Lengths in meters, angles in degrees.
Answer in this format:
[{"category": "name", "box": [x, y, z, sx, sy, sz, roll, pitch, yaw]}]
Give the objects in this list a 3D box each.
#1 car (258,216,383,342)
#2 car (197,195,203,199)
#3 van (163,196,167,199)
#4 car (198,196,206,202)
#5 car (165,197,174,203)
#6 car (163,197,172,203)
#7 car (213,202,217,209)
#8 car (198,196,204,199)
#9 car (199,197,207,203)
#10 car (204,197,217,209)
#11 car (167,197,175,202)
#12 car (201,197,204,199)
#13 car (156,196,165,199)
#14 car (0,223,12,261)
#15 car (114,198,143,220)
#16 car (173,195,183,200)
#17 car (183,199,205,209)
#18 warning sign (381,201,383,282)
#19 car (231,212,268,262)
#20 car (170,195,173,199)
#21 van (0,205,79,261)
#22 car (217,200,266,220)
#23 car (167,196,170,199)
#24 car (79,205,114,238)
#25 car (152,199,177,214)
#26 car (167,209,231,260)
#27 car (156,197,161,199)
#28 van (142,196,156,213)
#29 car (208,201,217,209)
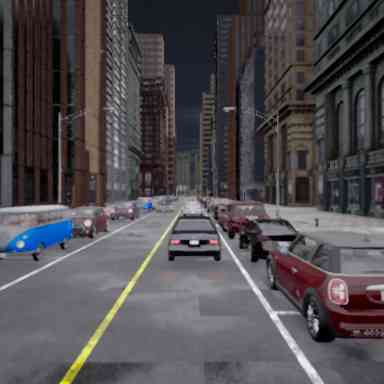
[{"category": "car", "box": [2.758, 1.473, 6.552, 1.967, 1.590, 4.097, 0, 0, 0]}, {"category": "car", "box": [2.736, 1.991, 79.823, 1.802, 1.307, 4.206, 0, 0, 0]}, {"category": "van", "box": [-5.783, 1.629, 57.270, 1.690, 1.788, 3.998, 0, 0, 0]}, {"category": "car", "box": [2.731, 1.913, 91.097, 1.967, 1.590, 4.097, 0, 0, 0]}, {"category": "car", "box": [-5.792, 1.992, 85.451, 2.008, 1.369, 4.403, 0, 0, 0]}, {"category": "car", "box": [-5.790, 1.976, 79.815, 1.947, 1.339, 4.313, 0, 0, 0]}, {"category": "car", "box": [2.753, 1.661, 23.461, 1.887, 1.381, 4.507, 0, 0, 0]}, {"category": "car", "box": [2.739, 1.930, 68.551, 1.802, 1.307, 4.206, 0, 0, 0]}, {"category": "car", "box": [2.734, 2.023, 85.460, 1.802, 1.307, 4.206, 0, 0, 0]}, {"category": "car", "box": [2.748, 1.640, 40.370, 1.967, 1.590, 4.097, 0, 0, 0]}, {"category": "car", "box": [-5.793, 2.055, 91.088, 1.802, 1.307, 4.206, 0, 0, 0]}, {"category": "car", "box": [2.744, 1.824, 51.642, 1.947, 1.339, 4.313, 0, 0, 0]}, {"category": "car", "box": [-5.781, 1.809, 51.632, 2.008, 1.369, 4.403, 0, 0, 0]}, {"category": "car", "box": [-5.766, 1.578, 6.540, 1.887, 1.381, 4.507, 0, 0, 0]}, {"category": "car", "box": [-5.774, 1.584, 29.087, 1.967, 1.590, 4.097, 0, 0, 0]}, {"category": "car", "box": [-3.024, 1.574, 79.335, 1.994, 1.385, 4.181, 0, 0, 0]}, {"category": "car", "box": [0.085, 1.693, 33.795, 1.812, 1.442, 4.674, 0, 0, 0]}, {"category": "warning sign", "box": [5.069, 1.151, 7.249, 1.300, 1.860, 1.060, 0, 0, 0]}, {"category": "car", "box": [2.757, 1.626, 12.188, 1.947, 1.339, 4.313, 0, 0, 0]}, {"category": "car", "box": [-5.787, 1.664, 68.543, 2.192, 1.841, 5.009, 0, 0, 0]}, {"category": "van", "box": [-5.769, 1.402, 12.177, 1.690, 1.788, 3.998, 0, 0, 0]}, {"category": "car", "box": [2.754, 1.403, 17.826, 2.192, 1.841, 5.009, 0, 0, 0]}, {"category": "car", "box": [-5.785, 1.758, 62.906, 1.967, 1.590, 4.097, 0, 0, 0]}, {"category": "car", "box": [-5.770, 1.529, 17.814, 1.967, 1.590, 4.097, 0, 0, 0]}, {"category": "car", "box": [-3.109, 1.791, 38.402, 1.895, 1.301, 4.718, 0, 0, 0]}, {"category": "car", "box": [0.081, 1.611, 12.718, 2.033, 1.411, 5.357, 0, 0, 0]}, {"category": "car", "box": [-5.779, 1.753, 45.826, 1.752, 1.417, 4.829, 0, 0, 0]}, {"category": "van", "box": [-5.778, 1.541, 40.360, 1.690, 1.788, 3.998, 0, 0, 0]}, {"category": "car", "box": [2.752, 1.710, 29.097, 1.947, 1.339, 4.313, 0, 0, 0]}]
